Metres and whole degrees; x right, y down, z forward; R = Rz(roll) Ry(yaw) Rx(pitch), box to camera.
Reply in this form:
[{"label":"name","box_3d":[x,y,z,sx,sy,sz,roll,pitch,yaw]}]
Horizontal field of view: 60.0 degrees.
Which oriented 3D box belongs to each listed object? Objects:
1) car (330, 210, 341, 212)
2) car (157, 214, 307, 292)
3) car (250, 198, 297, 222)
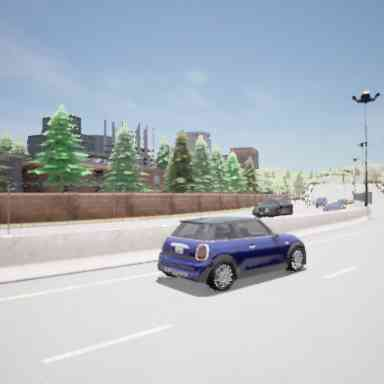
[{"label":"car","box_3d":[16.086,1.951,37.137,2.033,1.411,5.357,-1,-1,32]},{"label":"car","box_3d":[1.323,1.470,9.545,4.553,1.767,2.097,0,-1,-40]},{"label":"car","box_3d":[7.796,1.590,31.404,2.150,2.045,5.566,-1,-1,38]}]
